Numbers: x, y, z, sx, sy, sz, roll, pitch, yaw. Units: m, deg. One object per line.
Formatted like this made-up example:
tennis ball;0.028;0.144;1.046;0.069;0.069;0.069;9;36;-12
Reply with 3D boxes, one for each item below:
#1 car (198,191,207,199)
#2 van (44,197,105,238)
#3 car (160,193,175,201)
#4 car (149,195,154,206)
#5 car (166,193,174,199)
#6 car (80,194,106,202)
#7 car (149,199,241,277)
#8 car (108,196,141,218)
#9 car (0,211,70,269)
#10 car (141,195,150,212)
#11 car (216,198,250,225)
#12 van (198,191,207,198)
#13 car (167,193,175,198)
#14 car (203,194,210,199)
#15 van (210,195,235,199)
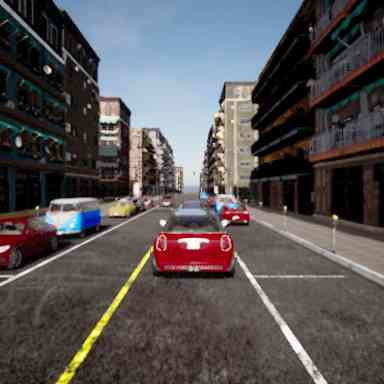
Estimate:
car;2.696;0.750;88.005;2.192;1.841;5.009;-1;0;0
van;-5.701;1.206;16.328;1.690;1.788;3.998;0;0;0
car;-3.087;1.201;42.544;1.812;1.442;4.674;0;0;0
car;-5.751;1.127;40.823;1.967;1.590;4.097;0;0;0
car;-5.867;1.016;88.053;1.802;1.307;4.206;-1;0;0
car;-17.752;1.037;59.787;4.206;1.307;1.802;1;0;0
car;0.055;1.270;10.149;2.097;1.767;4.553;0;1;0
car;-5.703;1.306;27.481;1.752;1.417;4.829;0;0;0
car;-5.698;1.492;10.667;1.802;1.307;4.206;0;0;0
car;-5.705;1.304;33.313;1.947;1.339;4.313;0;0;0
car;2.679;1.366;21.966;1.887;1.381;4.507;0;0;0
van;2.787;0.800;82.508;1.690;1.788;3.998;-1;0;0
car;-5.869;0.978;93.575;1.947;1.339;4.313;-1;0;0
car;2.779;1.244;44.608;1.802;1.307;4.206;0;0;0
van;2.675;1.120;27.626;1.690;1.788;3.998;0;0;0
